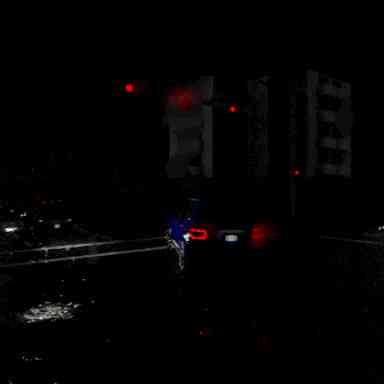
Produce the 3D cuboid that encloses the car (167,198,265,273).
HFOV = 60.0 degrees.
[{"bbox_3d":[0.543,1.208,10.822,2.150,2.045,5.566,1,0,-9],"label":"car"}]

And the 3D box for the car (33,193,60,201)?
[{"bbox_3d":[-15.868,1.170,36.235,2.150,2.045,5.566,0,0,-35],"label":"car"}]

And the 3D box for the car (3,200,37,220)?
[{"bbox_3d":[-14.657,1.561,28.071,1.895,1.301,4.718,0,0,-35],"label":"car"}]

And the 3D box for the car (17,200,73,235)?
[{"bbox_3d":[-8.200,1.465,18.821,2.128,1.511,4.902,0,0,-35],"label":"car"}]
